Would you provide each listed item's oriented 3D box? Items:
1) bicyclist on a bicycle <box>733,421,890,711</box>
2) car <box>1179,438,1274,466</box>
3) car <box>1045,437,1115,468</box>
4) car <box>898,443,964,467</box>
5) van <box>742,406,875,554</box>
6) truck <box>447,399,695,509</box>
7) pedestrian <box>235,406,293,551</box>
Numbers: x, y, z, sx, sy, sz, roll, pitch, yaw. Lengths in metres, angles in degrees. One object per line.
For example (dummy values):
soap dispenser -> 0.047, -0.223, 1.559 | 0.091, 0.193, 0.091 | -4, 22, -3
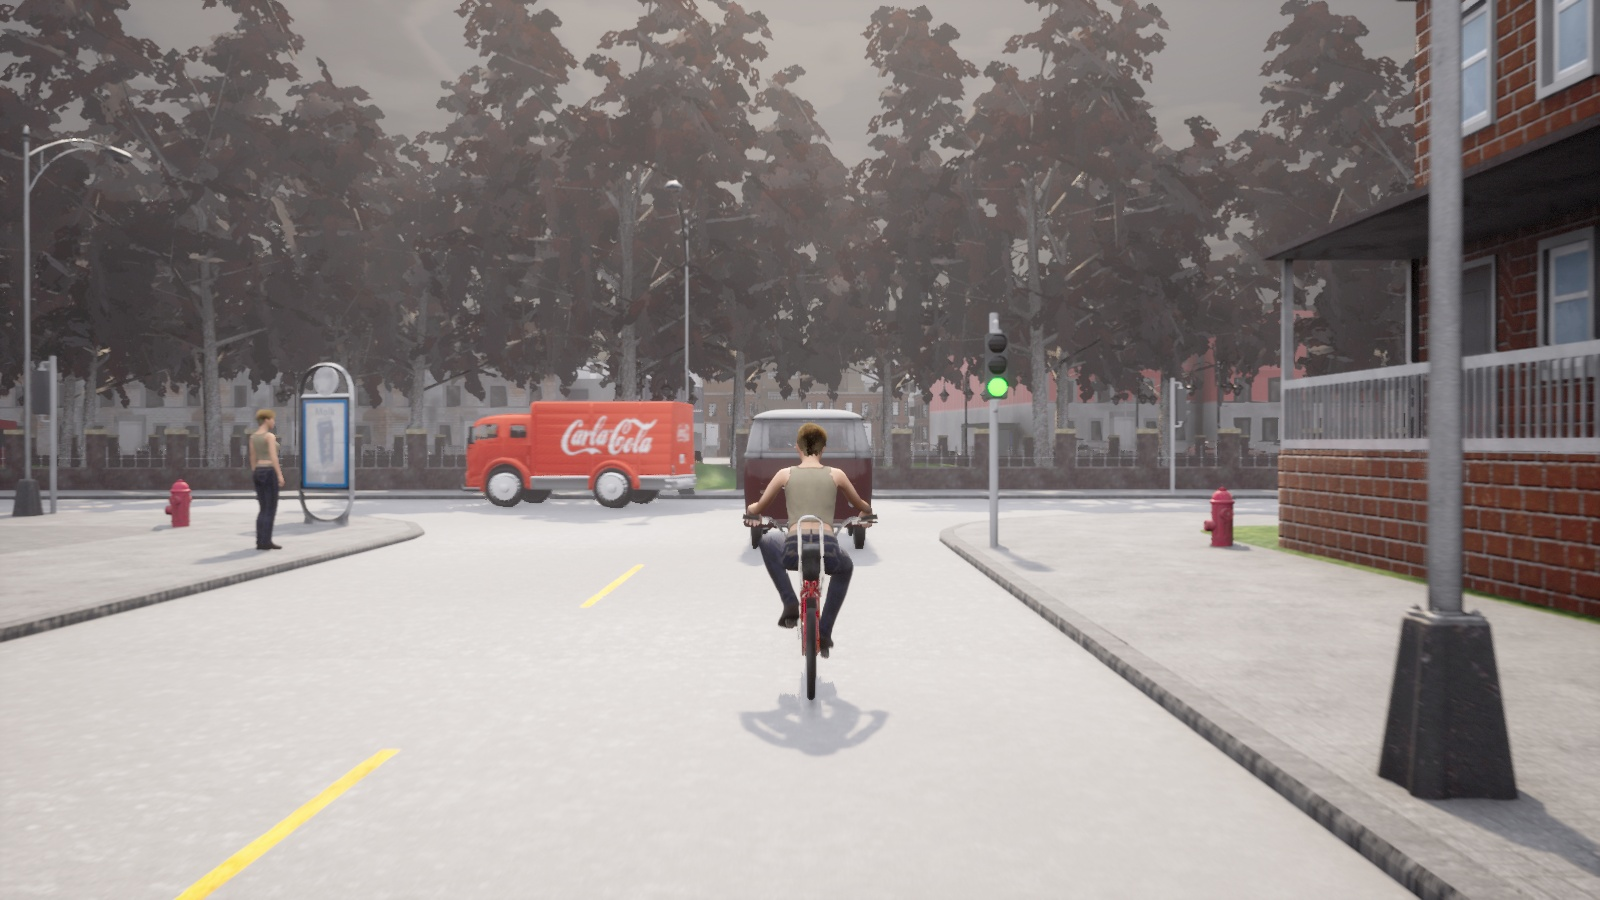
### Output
bicyclist on a bicycle -> 0.064, 0.639, 7.723 | 0.866, 1.612, 1.509 | 0, 0, 0
car -> 25.847, 0.116, 76.284 | 5.027, 1.651, 2.152 | 0, 0, 1
car -> 16.977, 0.126, 76.312 | 3.866, 1.878, 1.905 | 0, 0, 0
car -> 7.937, 0.288, 76.356 | 3.806, 1.475, 1.970 | 0, 0, 1
van -> 0.117, 0.391, 19.036 | 1.775, 1.987, 4.442 | 0, 0, 0
truck -> -5.327, 0.087, 29.696 | 5.204, 2.467, 2.627 | 0, 0, 8
pedestrian -> -6.913, 0.359, 16.218 | 0.345, 1.836, 0.594 | 0, 0, 32
